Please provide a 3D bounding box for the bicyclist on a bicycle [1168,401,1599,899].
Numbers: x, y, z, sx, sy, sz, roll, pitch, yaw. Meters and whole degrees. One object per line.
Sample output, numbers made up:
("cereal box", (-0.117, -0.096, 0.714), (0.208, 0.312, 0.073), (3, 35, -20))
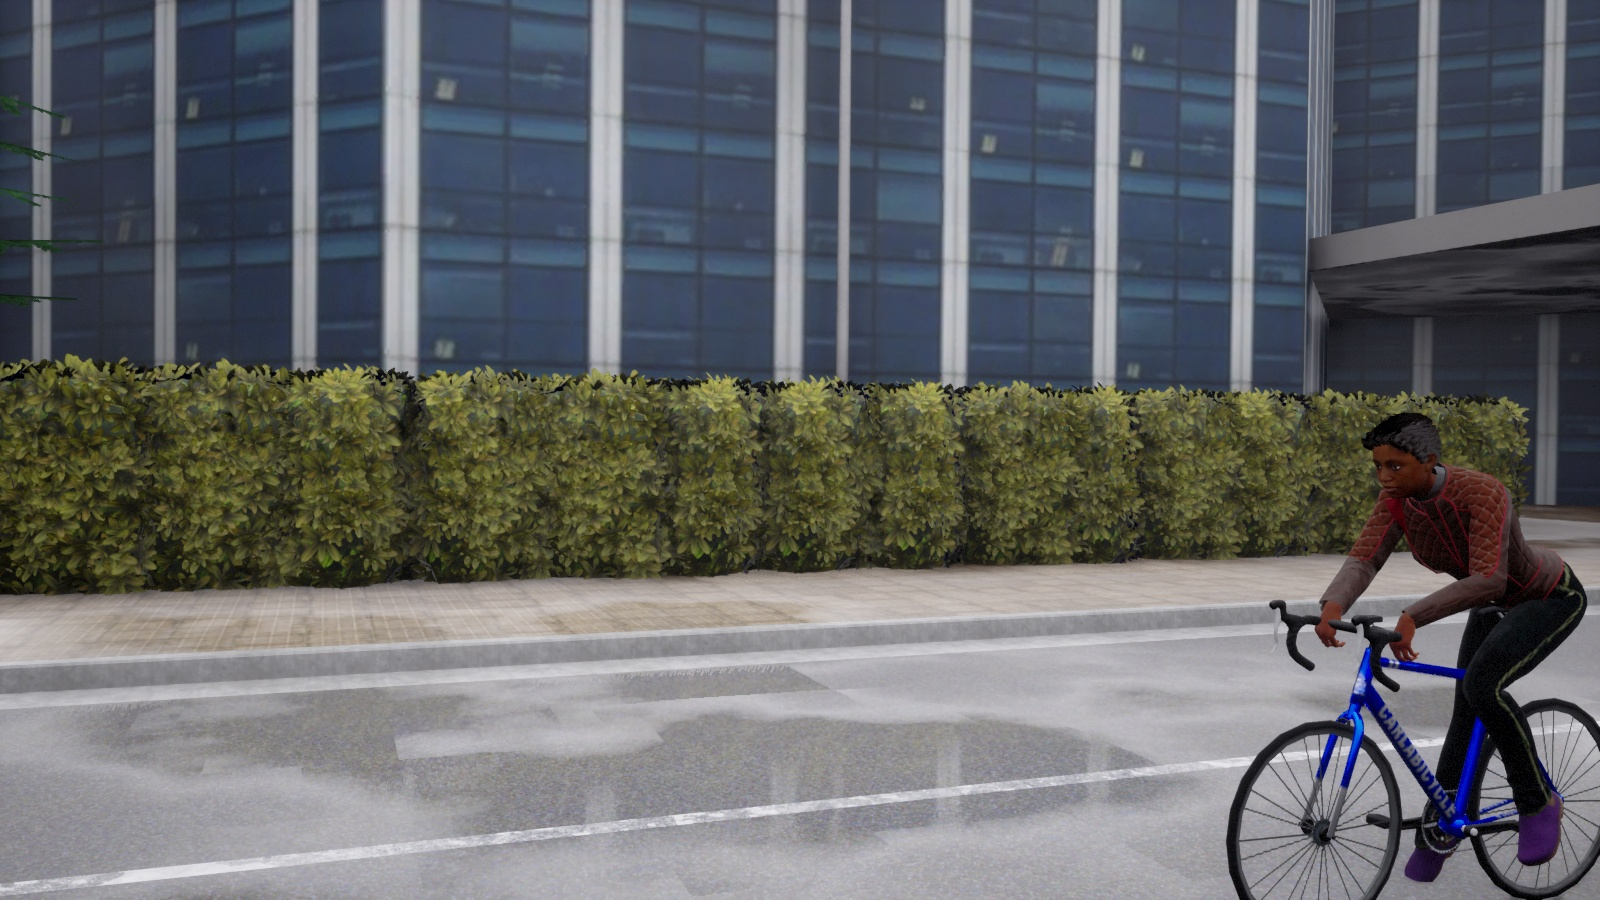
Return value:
("bicyclist on a bicycle", (2.059, 0.663, 4.021), (1.656, 1.620, 0.582), (-1, 1, -21))
